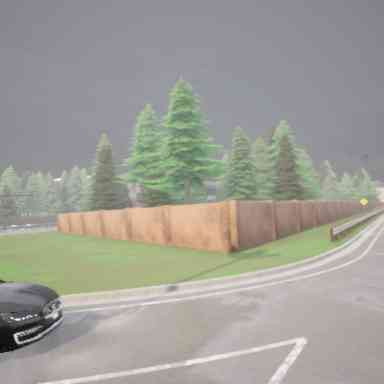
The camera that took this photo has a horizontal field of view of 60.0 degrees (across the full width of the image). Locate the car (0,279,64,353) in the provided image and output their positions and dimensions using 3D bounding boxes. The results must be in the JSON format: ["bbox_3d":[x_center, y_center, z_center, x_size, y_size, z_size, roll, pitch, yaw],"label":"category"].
[{"bbox_3d":[-4.911,2.098,6.075,4.892,1.490,1.837,-2,-3,0],"label":"car"}]
